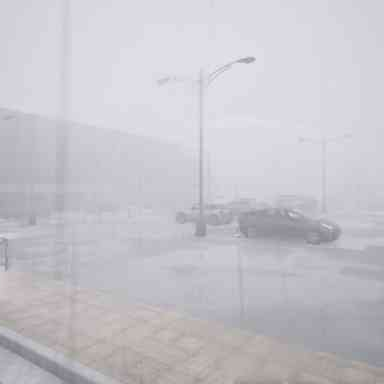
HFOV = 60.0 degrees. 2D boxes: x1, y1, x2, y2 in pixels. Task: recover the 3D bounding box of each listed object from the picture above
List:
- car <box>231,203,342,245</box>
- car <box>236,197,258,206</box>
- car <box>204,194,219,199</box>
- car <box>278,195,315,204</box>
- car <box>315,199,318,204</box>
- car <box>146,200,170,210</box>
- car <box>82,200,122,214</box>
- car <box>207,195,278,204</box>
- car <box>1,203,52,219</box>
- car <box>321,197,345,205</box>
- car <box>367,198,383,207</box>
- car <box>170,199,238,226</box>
[{"bbox_3d":[4.403,1.489,15.364,4.514,1.523,2.007,0,0,35],"label":"car"},{"bbox_3d":[10.053,1.666,60.520,2.128,1.511,4.902,0,0,35],"label":"car"},{"bbox_3d":[3.921,1.396,51.818,2.150,2.045,5.566,0,0,35],"label":"car"},{"bbox_3d":[11.577,1.268,38.302,3.866,1.878,1.905,0,0,35],"label":"car"},{"bbox_3d":[12.916,1.288,40.913,4.605,1.855,1.932,0,0,35],"label":"car"},{"bbox_3d":[-4.487,1.738,46.313,1.994,1.385,4.181,0,0,36],"label":"car"},{"bbox_3d":[-10.269,1.679,38.161,1.837,1.490,4.892,0,0,35],"label":"car"},{"bbox_3d":[4.196,1.344,27.851,5.027,1.636,2.152,0,0,35],"label":"car"},{"bbox_3d":[-15.346,1.738,30.977,1.994,1.385,4.181,0,0,35],"label":"car"},{"bbox_3d":[23.748,1.565,56.014,3.633,1.501,1.845,0,0,35],"label":"car"},{"bbox_3d":[28.091,1.576,49.298,3.806,1.475,1.970,0,0,35],"label":"car"},{"bbox_3d":[0.758,1.423,22.422,3.806,1.475,1.970,0,0,35],"label":"car"}]
